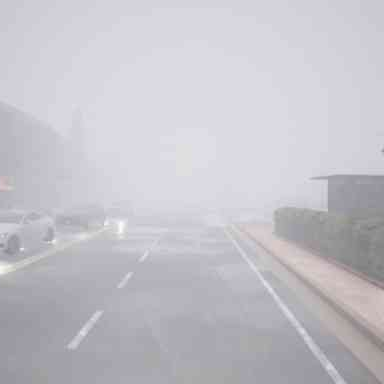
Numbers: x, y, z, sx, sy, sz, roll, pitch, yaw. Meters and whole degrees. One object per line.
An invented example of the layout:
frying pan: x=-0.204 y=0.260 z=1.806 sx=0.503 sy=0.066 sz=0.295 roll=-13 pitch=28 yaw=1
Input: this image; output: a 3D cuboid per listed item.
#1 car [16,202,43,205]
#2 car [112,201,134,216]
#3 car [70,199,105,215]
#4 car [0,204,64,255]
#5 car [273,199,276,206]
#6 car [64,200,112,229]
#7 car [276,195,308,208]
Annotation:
car: x=-10.260 y=1.373 z=20.864 sx=1.812 sy=1.442 sz=4.674 roll=1 pitch=0 yaw=1
car: x=-6.659 y=1.476 z=30.700 sx=1.895 sy=1.301 sz=4.718 roll=1 pitch=0 yaw=1
car: x=-10.120 y=1.421 z=32.600 sx=1.895 sy=1.301 sz=4.718 roll=1 pitch=0 yaw=1
car: x=-6.946 y=1.409 z=12.956 sx=1.812 sy=1.442 sz=4.674 roll=1 pitch=0 yaw=1
car: x=14.891 y=1.347 z=51.335 sx=4.605 sy=1.855 sz=1.932 roll=1 pitch=0 yaw=-1
car: x=-6.760 y=1.379 z=20.820 sx=1.882 sy=1.535 sz=5.008 roll=1 pitch=0 yaw=1
car: x=14.875 y=1.352 z=48.440 sx=3.866 sy=1.878 sz=1.905 roll=1 pitch=0 yaw=-1
